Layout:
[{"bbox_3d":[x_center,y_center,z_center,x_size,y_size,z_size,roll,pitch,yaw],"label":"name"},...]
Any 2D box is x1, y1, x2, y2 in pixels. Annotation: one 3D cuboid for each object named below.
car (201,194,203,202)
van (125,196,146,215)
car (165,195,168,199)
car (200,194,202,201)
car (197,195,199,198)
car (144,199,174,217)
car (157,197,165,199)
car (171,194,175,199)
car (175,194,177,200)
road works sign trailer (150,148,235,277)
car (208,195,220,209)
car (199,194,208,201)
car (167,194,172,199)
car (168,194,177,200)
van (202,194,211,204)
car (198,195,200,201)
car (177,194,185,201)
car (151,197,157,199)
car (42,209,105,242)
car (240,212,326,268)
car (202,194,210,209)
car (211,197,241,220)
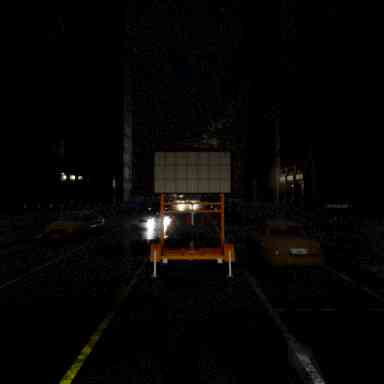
[{"bbox_3d":[2.935,1.333,50.359,2.192,1.841,5.009,0,0,0],"label":"car"},{"bbox_3d":[-5.615,1.335,33.469,1.690,1.788,3.998,0,0,0],"label":"van"},{"bbox_3d":[-5.582,1.573,56.024,1.887,1.381,4.507,0,0,0],"label":"car"},{"bbox_3d":[2.953,1.479,61.638,1.967,1.590,4.097,0,0,0],"label":"car"},{"bbox_3d":[2.985,1.662,84.195,1.947,1.339,4.313,0,0,0],"label":"car"},{"bbox_3d":[-3.052,1.593,31.854,1.895,1.301,4.718,0,0,0],"label":"car"},{"bbox_3d":[-5.590,1.458,50.386,1.967,1.590,4.097,0,0,0],"label":"car"},{"bbox_3d":[-5.548,1.601,78.410,1.752,1.417,4.829,0,0,0],"label":"car"},{"bbox_3d":[-5.540,1.411,84.218,2.192,1.841,5.009,0,0,0],"label":"car"},{"bbox_3d":[0.016,0.461,10.200,2.380,3.560,2.880,0,0,0],"label":"road works sign trailer"},{"bbox_3d":[2.910,1.434,33.440,1.967,1.590,4.097,0,0,0],"label":"car"},{"bbox_3d":[2.994,1.434,89.836,2.192,1.841,5.009,0,0,0],"label":"car"},{"bbox_3d":[-5.564,1.632,67.303,1.802,1.307,4.206,0,0,0],"label":"car"},{"bbox_3d":[-5.523,1.461,95.471,2.192,1.841,5.009,0,0,0],"label":"car"},{"bbox_3d":[2.961,1.391,67.278,1.690,1.788,3.998,0,0,0],"label":"van"},{"bbox_3d":[2.977,1.658,78.557,1.802,1.307,4.206,0,0,0],"label":"car"},{"bbox_3d":[-2.866,1.604,87.937,2.128,1.511,4.902,0,0,0],"label":"car"},{"bbox_3d":[-5.607,1.565,39.107,1.947,1.339,4.313,0,0,0],"label":"car"},{"bbox_3d":[-5.642,1.519,16.344,1.752,1.417,4.829,0,0,1],"label":"car"},{"bbox_3d":[2.883,1.521,11.086,1.752,1.417,4.829,0,0,1],"label":"car"},{"bbox_3d":[2.927,1.323,44.720,2.192,1.841,5.009,0,0,0],"label":"car"},{"bbox_3d":[2.901,1.431,27.802,1.967,1.590,4.097,0,0,0],"label":"car"}]
